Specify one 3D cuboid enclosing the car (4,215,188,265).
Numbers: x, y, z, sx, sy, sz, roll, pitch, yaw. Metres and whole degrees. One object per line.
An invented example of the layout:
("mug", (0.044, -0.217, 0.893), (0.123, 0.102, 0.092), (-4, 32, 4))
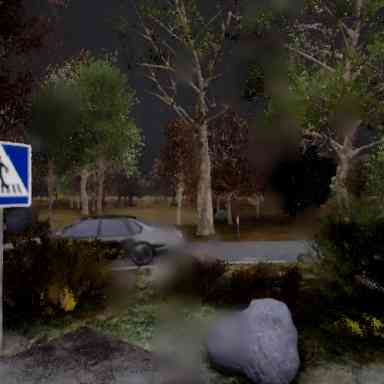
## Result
("car", (-2.824, 1.422, 10.175), (5.357, 1.411, 2.033), (-1, 0, -5))
